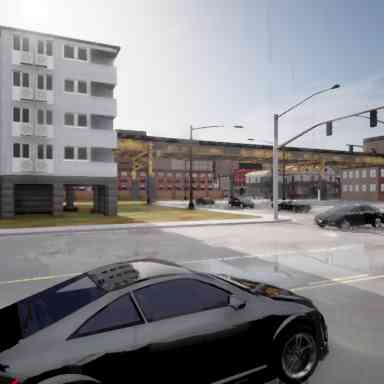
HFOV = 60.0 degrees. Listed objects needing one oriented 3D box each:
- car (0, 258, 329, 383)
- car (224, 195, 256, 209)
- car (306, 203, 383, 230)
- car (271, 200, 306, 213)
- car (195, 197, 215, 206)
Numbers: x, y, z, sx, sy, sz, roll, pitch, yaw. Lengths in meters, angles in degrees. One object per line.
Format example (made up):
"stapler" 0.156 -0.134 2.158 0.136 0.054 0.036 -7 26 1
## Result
"car" -0.301 1.564 4.109 4.181 1.385 1.994 0 0 -30
"car" 6.832 1.505 46.371 1.837 1.490 4.892 0 0 -25
"car" 9.878 1.503 20.827 4.892 1.490 1.837 0 0 -24
"car" 11.122 1.601 37.321 1.895 1.301 4.718 0 0 -26
"car" 2.202 1.548 56.713 2.033 1.411 5.357 0 0 -19
